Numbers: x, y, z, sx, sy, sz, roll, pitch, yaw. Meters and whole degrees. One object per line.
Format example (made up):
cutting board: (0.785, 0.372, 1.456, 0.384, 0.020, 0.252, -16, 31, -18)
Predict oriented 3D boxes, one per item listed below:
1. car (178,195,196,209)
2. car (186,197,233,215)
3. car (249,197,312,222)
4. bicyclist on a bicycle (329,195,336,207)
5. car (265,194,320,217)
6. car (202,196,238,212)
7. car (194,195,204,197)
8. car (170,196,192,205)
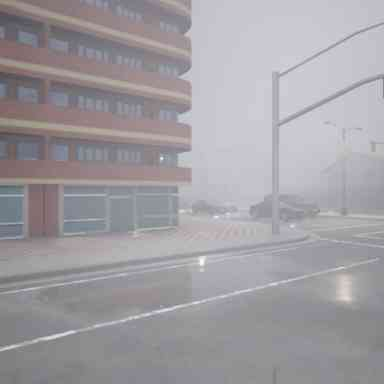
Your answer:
car: (-1.953, 1.505, 45.972, 1.837, 1.490, 4.892, 0, 0, -34)
car: (1.719, 1.526, 34.469, 1.812, 1.442, 4.674, 0, 0, -35)
car: (6.841, 1.478, 26.991, 1.882, 1.535, 5.008, 0, 0, -34)
bicyclist on a bicycle: (19.330, 1.300, 45.873, 1.656, 1.620, 0.582, 0, 0, -35)
car: (8.827, 1.221, 30.320, 2.150, 2.045, 5.566, 0, 0, -34)
car: (3.290, 1.526, 38.367, 1.812, 1.442, 4.674, 0, 0, -35)
car: (0.766, 1.352, 62.472, 2.097, 1.767, 4.553, 0, 0, -35)
car: (-2.086, 1.526, 60.526, 1.812, 1.442, 4.674, 0, 0, -34)
